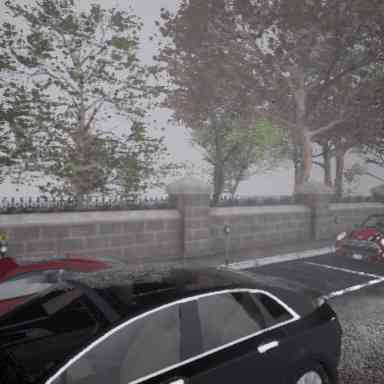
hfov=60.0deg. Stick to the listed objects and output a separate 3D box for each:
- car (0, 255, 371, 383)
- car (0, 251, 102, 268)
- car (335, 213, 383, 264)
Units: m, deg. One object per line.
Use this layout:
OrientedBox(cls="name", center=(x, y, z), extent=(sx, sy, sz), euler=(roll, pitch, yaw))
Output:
OrientedBox(cls="car", center=(-0.613, 1.508, 2.937), extent=(4.892, 1.490, 1.837), euler=(0, 0, -35))
OrientedBox(cls="car", center=(-2.482, 1.583, 4.788), extent=(4.206, 1.307, 1.802), euler=(0, 0, -35))
OrientedBox(cls="car", center=(6.692, 1.457, 11.327), extent=(4.097, 1.590, 1.967), euler=(0, 0, -35))
